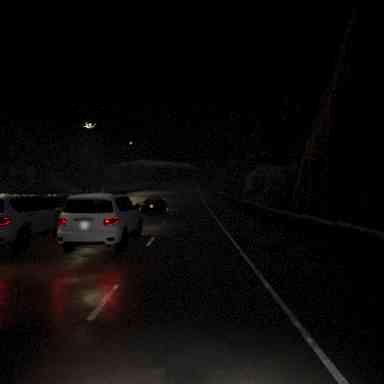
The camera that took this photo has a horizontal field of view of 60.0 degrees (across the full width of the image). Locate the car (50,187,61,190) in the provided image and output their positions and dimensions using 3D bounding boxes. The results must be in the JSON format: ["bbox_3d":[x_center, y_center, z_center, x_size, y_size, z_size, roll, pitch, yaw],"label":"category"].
[{"bbox_3d":[-31.481,-0.388,77.206,2.033,1.411,5.357,0,2,0],"label":"car"}]

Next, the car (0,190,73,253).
[{"bbox_3d":[-6.903,1.080,13.154,2.150,2.045,5.566,0,1,0],"label":"car"}]

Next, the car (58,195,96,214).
[{"bbox_3d":[-10.398,1.102,30.410,1.812,1.442,4.674,0,1,0],"label":"car"}]

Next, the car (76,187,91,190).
[{"bbox_3d":[-24.481,-0.428,77.203,1.837,1.490,4.892,0,2,0],"label":"car"}]

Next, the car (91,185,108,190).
[{"bbox_3d":[-20.981,-0.701,77.162,2.150,2.045,5.566,0,2,0],"label":"car"}]

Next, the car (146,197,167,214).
[{"bbox_3d":[-3.398,1.149,29.989,1.994,1.385,4.181,0,1,0],"label":"car"}]

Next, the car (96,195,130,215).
[{"bbox_3d":[-6.900,1.098,29.505,1.837,1.490,4.892,0,1,0],"label":"car"}]

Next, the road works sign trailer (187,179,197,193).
[{"bbox_3d":[0.009,-1.492,83.089,2.380,3.560,2.880,0,2,0],"label":"road works sign trailer"}]

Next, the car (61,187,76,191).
[{"bbox_3d":[-27.981,-0.404,77.204,1.812,1.442,4.674,0,2,0],"label":"car"}]

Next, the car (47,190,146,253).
[{"bbox_3d":[-3.402,1.078,13.219,2.150,2.045,5.566,0,1,0],"label":"car"}]

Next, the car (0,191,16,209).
[{"bbox_3d":[-21.085,0.824,35.468,2.097,1.767,4.553,0,1,0],"label":"car"}]
